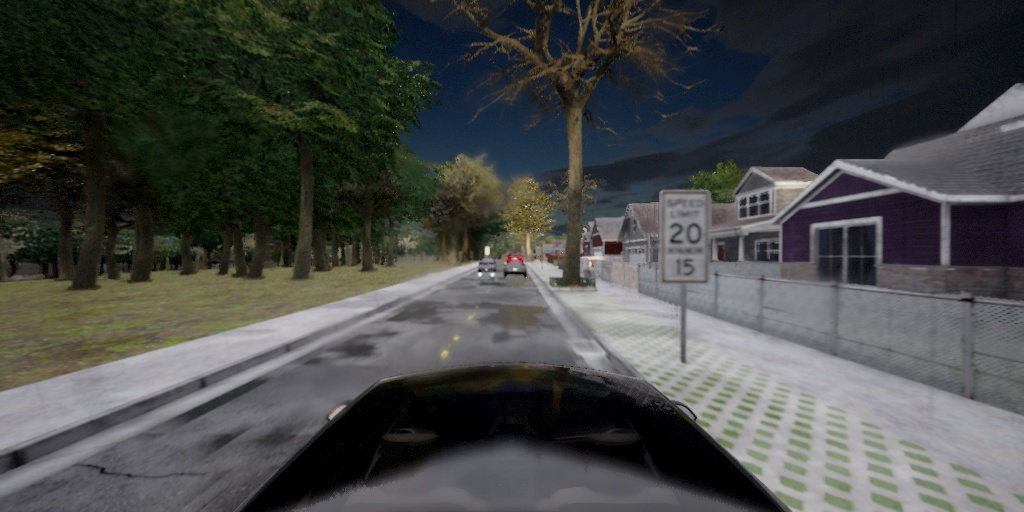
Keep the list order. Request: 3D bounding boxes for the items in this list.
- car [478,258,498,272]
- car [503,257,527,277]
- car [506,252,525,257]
[{"bbox_3d":[-2.485,0.917,37.878,2.033,1.411,5.357,0,1,0],"label":"car"},{"bbox_3d":[0.281,1.030,31.331,1.994,1.385,4.181,0,1,1],"label":"car"},{"bbox_3d":[0.387,0.510,45.401,2.150,2.045,5.566,0,1,1],"label":"car"}]
